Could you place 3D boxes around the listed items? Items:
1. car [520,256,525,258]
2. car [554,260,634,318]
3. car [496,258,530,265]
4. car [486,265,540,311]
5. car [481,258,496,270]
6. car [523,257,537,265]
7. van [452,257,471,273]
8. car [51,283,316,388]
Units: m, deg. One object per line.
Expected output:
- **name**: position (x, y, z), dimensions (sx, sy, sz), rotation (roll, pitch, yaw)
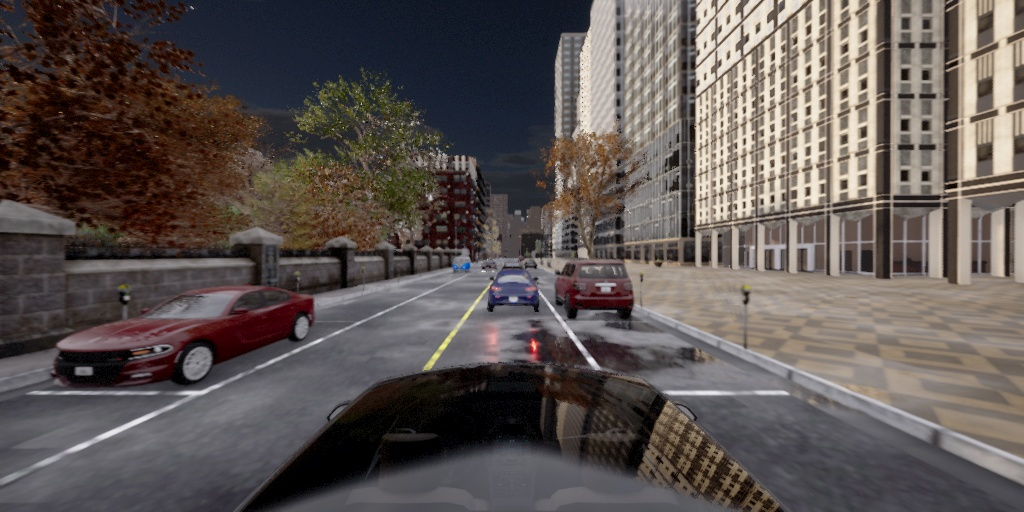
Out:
- **car**: position (2.692, 1.149, 63.506), dimensions (1.751, 1.417, 4.829), rotation (0, 0, 0)
- **car**: position (2.689, 1.034, 12.648), dimensions (2.192, 1.841, 5.009), rotation (0, 0, 0)
- **car**: position (0.072, 1.173, 28.792), dimensions (2.128, 1.511, 4.902), rotation (0, 0, 0)
- **car**: position (0.077, 1.241, 14.036), dimensions (1.812, 1.442, 4.674), rotation (0, 0, 1)
- **car**: position (-3.081, 1.208, 48.682), dimensions (1.994, 1.385, 4.181), rotation (0, 0, 0)
- **car**: position (2.691, 1.204, 52.071), dimensions (1.948, 1.339, 4.313), rotation (0, 0, 0)
- **van**: position (-5.690, 0.998, 40.806), dimensions (1.690, 1.789, 3.998), rotation (0, 0, 0)
- **car**: position (-5.691, 1.280, 7.016), dimensions (1.888, 1.381, 4.507), rotation (0, 0, 0)
